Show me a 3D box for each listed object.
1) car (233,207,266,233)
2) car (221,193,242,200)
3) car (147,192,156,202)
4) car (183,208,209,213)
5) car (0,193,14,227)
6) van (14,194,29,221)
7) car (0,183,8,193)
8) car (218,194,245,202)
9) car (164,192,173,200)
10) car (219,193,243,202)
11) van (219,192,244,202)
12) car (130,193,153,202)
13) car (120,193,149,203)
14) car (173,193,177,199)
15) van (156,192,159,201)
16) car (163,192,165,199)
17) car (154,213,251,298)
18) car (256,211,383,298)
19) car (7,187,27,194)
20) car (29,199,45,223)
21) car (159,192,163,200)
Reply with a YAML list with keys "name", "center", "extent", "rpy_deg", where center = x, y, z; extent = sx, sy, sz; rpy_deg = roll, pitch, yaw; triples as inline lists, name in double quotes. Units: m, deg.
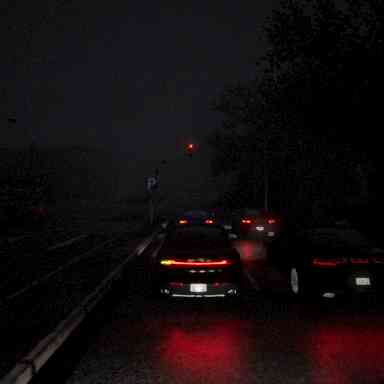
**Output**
- name: "car"
  center: [3.235, 1.550, 17.913]
  extent: [1.812, 1.442, 4.674]
  rpy_deg: [0, 0, 1]
- name: "car"
  center: [9.809, 1.129, 82.927]
  extent: [4.553, 1.767, 2.185]
  rpy_deg: [1, 0, -12]
- name: "car"
  center: [-10.522, 1.315, 65.743]
  extent: [5.366, 1.575, 1.946]
  rpy_deg: [-1, 0, -14]
- name: "car"
  center: [0.216, 1.551, 17.660]
  extent: [1.812, 1.442, 4.674]
  rpy_deg: [0, 0, 1]
- name: "car"
  center: [-13.643, 1.267, 18.943]
  extent: [5.566, 2.045, 2.435]
  rpy_deg: [-1, 0, -19]
- name: "van"
  center: [-13.513, 1.297, 21.979]
  extent: [4.442, 1.987, 1.878]
  rpy_deg: [-1, 0, -19]
- name: "car"
  center: [-30.934, -0.426, 53.767]
  extent: [2.435, 2.045, 5.566]
  rpy_deg: [6, -3, -19]
- name: "car"
  center: [8.504, 1.264, 71.227]
  extent: [5.366, 1.575, 1.946]
  rpy_deg: [1, 0, -13]
- name: "car"
  center: [-8.086, 1.357, 86.675]
  extent: [4.674, 1.452, 2.002]
  rpy_deg: [-1, 0, -12]
- name: "car"
  center: [7.955, 1.141, 68.236]
  extent: [4.553, 1.767, 2.185]
  rpy_deg: [1, 0, -13]
- name: "van"
  center: [7.558, 1.042, 65.268]
  extent: [4.442, 1.987, 1.878]
  rpy_deg: [1, 0, -14]
- name: "car"
  center: [-10.416, 1.196, 68.694]
  extent: [4.553, 1.767, 2.185]
  rpy_deg: [-1, 0, -14]
- name: "car"
  center: [-11.180, 1.358, 62.754]
  extent: [4.792, 1.488, 2.163]
  rpy_deg: [-1, 0, -15]
- name: "car"
  center: [-7.623, 1.064, 89.679]
  extent: [5.566, 2.045, 2.435]
  rpy_deg: [-1, 0, -12]
- name: "van"
  center: [-9.938, 1.093, 71.732]
  extent: [4.442, 1.987, 1.878]
  rpy_deg: [-1, 0, -14]
- name: "car"
  center: [-9.311, 1.359, 77.696]
  extent: [4.674, 1.452, 2.002]
  rpy_deg: [-1, 0, -13]
- name: "car"
  center: [0.139, 1.515, 8.536]
  extent: [1.837, 1.490, 4.892]
  rpy_deg: [0, 0, 0]
- name: "car"
  center: [3.140, 1.488, 8.573]
  extent: [1.882, 1.535, 5.008]
  rpy_deg: [0, 0, 0]
- name: "car"
  center: [-27.940, 0.137, 53.694]
  extent: [2.002, 1.452, 4.674]
  rpy_deg: [6, -3, -19]
- name: "car"
  center: [-13.525, 1.403, 24.957]
  extent: [4.553, 1.767, 2.185]
  rpy_deg: [-1, 0, -19]
- name: "car"
  center: [-9.697, 1.321, 74.703]
  extent: [4.892, 1.521, 2.231]
  rpy_deg: [-1, 0, -13]
